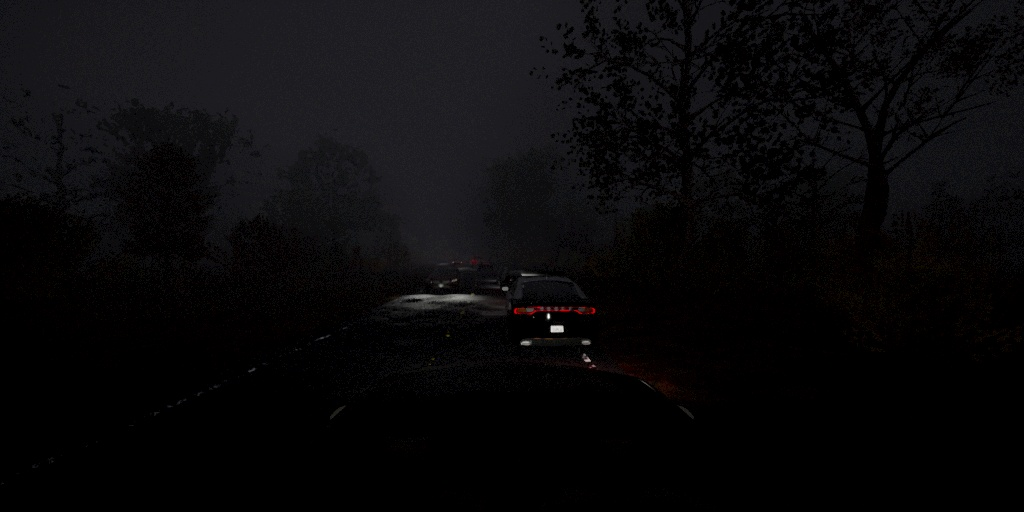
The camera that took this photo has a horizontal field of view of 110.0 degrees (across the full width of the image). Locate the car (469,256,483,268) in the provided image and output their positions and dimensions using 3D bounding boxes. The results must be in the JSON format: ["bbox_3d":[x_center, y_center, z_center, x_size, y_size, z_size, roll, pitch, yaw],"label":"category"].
[{"bbox_3d":[-5.994,0.965,60.674,2.150,2.045,5.566,0,0,-12],"label":"car"}]

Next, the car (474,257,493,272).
[{"bbox_3d":[-3.581,1.223,47.117,1.882,1.535,5.008,0,0,-9],"label":"car"}]

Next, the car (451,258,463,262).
[{"bbox_3d":[-9.641,1.097,62.617,2.097,1.767,4.553,0,0,-11],"label":"car"}]

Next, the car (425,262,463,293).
[{"bbox_3d":[-3.867,1.275,21.024,1.812,1.442,4.674,0,0,-4],"label":"car"}]

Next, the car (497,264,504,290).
[{"bbox_3d":[0.312,1.275,19.311,1.812,1.442,4.674,0,0,-4],"label":"car"}]

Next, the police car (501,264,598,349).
[{"bbox_3d":[0.774,1.175,9.352,1.930,1.638,5.238,0,0,-2],"label":"police car"}]
